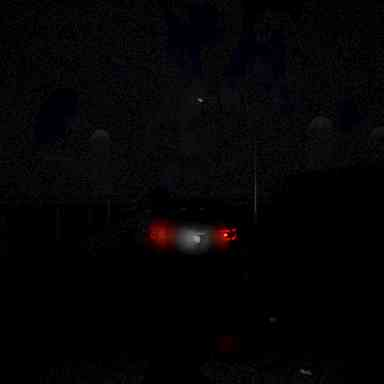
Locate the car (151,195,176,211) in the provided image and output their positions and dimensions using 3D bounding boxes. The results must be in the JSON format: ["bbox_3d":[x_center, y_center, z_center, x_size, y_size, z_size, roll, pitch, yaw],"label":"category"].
[{"bbox_3d":[-2.830,1.092,34.186,2.033,1.411,5.357,0,1,0],"label":"car"}]

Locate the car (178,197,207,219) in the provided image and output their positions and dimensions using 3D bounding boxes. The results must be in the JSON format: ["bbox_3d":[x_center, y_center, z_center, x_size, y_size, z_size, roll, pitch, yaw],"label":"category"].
[{"bbox_3d":[0.054,1.175,25.985,2.033,1.411,5.357,0,1,0],"label":"car"}]

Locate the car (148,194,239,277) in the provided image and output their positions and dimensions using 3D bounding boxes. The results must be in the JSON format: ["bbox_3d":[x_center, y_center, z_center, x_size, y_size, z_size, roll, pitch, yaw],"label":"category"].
[{"bbox_3d":[0.053,1.067,9.860,2.150,2.045,5.566,0,1,0],"label":"car"}]
